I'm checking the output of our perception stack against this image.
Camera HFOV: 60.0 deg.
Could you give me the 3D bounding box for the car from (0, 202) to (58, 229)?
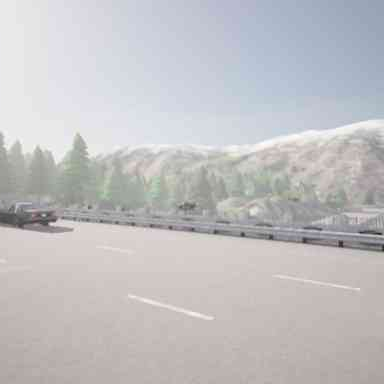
[{"bbox_3d":[-10.263,1.328,19.914,5.357,1.411,2.033,0,0,36],"label":"car"}]
